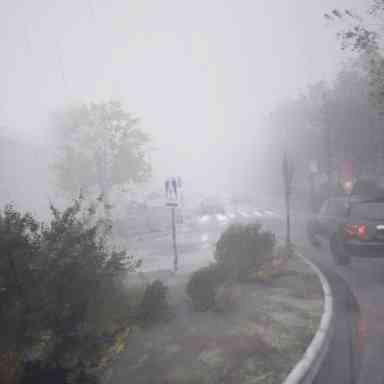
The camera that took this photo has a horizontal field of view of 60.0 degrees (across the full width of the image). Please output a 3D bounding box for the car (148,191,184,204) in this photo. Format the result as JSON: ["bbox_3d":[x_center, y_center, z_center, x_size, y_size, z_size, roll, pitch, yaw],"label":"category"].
[{"bbox_3d":[-3.890,0.852,49.964,5.008,1.535,2.097,-4,2,-21],"label":"car"}]

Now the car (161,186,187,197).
[{"bbox_3d":[-4.161,-0.062,77.001,5.566,2.045,2.435,-4,1,-21],"label":"car"}]

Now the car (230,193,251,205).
[{"bbox_3d":[5.740,0.774,39.696,1.895,1.301,4.718,-3,1,0],"label":"car"}]

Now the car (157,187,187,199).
[{"bbox_3d":[-4.066,0.151,67.987,5.566,2.045,2.435,-4,1,-20],"label":"car"}]

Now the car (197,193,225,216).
[{"bbox_3d":[1.701,1.171,28.943,1.812,1.442,4.674,-3,2,-1],"label":"car"}]

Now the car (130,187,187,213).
[{"bbox_3d":[-3.741,0.983,34.926,5.566,2.045,2.435,-4,2,-21],"label":"car"}]

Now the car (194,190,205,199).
[{"bbox_3d":[1.337,0.438,58.801,2.033,1.411,5.357,-3,1,0],"label":"car"}]

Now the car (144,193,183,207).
[{"bbox_3d":[-3.830,1.044,43.965,4.674,1.452,2.002,-4,1,-21],"label":"car"}]

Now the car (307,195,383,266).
[{"bbox_3d":[5.565,1.133,11.418,2.150,2.045,5.566,-3,0,7],"label":"car"}]

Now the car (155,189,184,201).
[{"bbox_3d":[-3.966,0.498,58.978,4.553,1.767,2.185,-4,2,-20],"label":"car"}]

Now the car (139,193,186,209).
[{"bbox_3d":[-3.614,1.065,41.026,5.366,1.575,1.946,-4,1,-21],"label":"car"}]

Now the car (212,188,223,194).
[{"bbox_3d":[5.303,-0.077,69.057,1.882,1.535,5.008,-3,1,-1],"label":"car"}]

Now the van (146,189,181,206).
[{"bbox_3d":[-3.984,0.711,46.913,4.442,1.987,1.878,-4,2,-21],"label":"van"}]
